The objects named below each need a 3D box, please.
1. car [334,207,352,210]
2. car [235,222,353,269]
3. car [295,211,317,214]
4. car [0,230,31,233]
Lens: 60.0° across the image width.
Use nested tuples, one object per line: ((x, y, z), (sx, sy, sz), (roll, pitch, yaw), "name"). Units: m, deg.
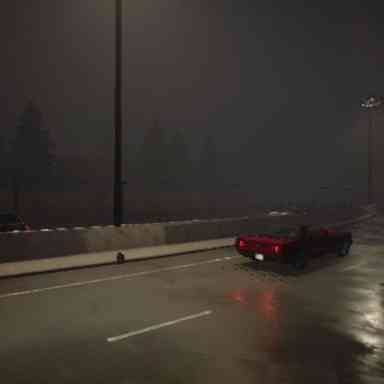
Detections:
((19.298, 1.888, 42.299), (1.895, 1.301, 4.718), (0, 0, 29), "car")
((3.711, 1.678, 11.506), (4.718, 1.301, 1.895), (0, 0, -41), "car")
((13.471, 1.767, 39.397), (1.837, 1.490, 4.892), (0, 0, 32), "car")
((-7.988, 1.413, 11.362), (4.553, 1.767, 2.097), (0, 0, -36), "car")
